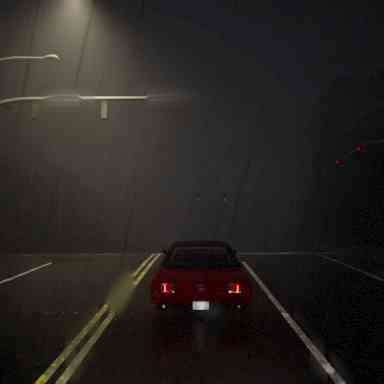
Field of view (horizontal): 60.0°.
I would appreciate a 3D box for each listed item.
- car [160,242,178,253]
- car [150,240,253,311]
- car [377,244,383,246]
[{"bbox_3d":[-2.921,7.145,42.883,1.895,1.301,4.718,0,-10,1],"label":"car"},{"bbox_3d":[0.194,1.833,8.238,1.895,1.301,4.718,0,-2,1],"label":"car"},{"bbox_3d":[17.309,4.598,26.744,4.902,1.511,2.128,4,-10,1],"label":"car"}]
